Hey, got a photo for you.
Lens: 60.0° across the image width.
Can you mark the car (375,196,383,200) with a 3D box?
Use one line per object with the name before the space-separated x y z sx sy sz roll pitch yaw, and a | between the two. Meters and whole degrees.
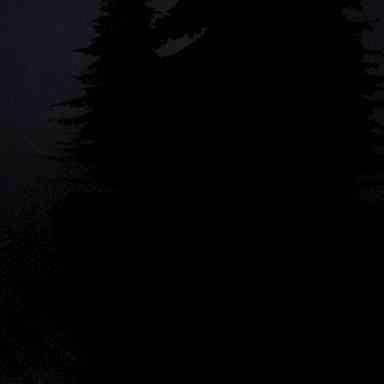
car | 43.794 1.624 78.343 3.633 1.501 1.845 0 0 34
